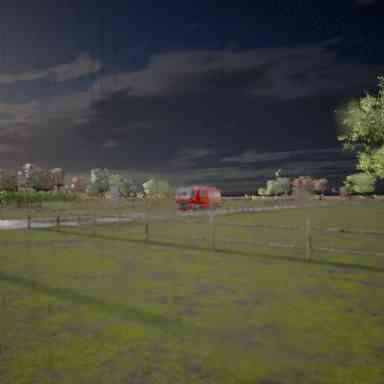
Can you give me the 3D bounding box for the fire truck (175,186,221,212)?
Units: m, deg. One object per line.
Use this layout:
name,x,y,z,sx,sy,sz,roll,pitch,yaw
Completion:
fire truck,1.060,1.037,50.892,2.891,3.827,8.468,-1,-2,36
